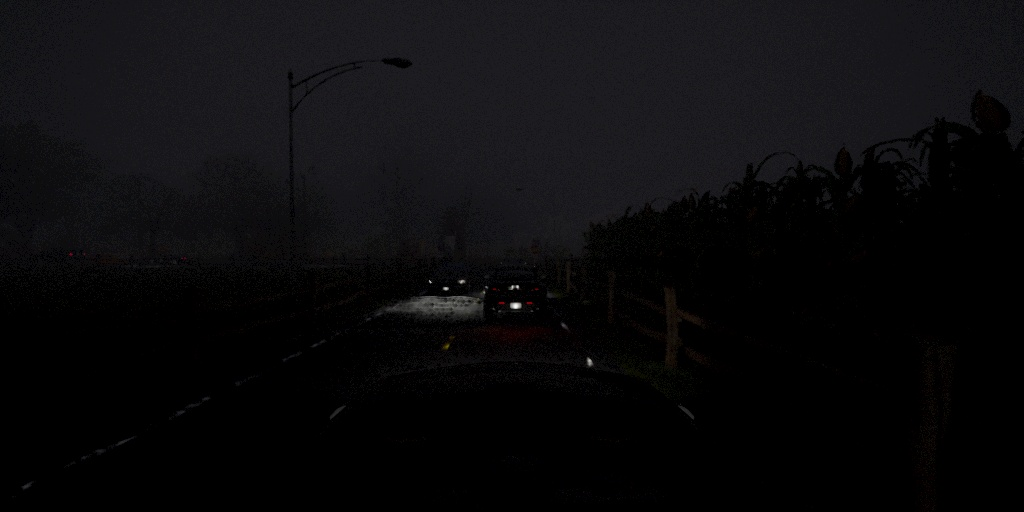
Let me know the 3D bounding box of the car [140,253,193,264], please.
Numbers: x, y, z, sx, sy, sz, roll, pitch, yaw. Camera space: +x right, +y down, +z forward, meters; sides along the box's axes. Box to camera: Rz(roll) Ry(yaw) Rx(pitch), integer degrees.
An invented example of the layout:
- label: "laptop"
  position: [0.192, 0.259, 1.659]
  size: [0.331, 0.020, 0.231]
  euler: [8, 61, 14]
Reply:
- label: "car"
  position: [-42.840, 0.409, 44.885]
  size: [4.892, 1.490, 1.837]
  euler: [1, 1, 1]

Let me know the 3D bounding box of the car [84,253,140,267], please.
- label: "car"
  position: [-46.355, 0.433, 42.129]
  size: [5.008, 1.535, 1.882]
  euler: [0, 1, 1]

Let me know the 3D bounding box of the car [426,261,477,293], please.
- label: "car"
  position: [-2.840, 0.962, 18.023]
  size: [2.033, 1.411, 5.357]
  euler: [0, 1, 0]

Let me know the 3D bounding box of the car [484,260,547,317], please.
- label: "car"
  position: [0.102, 1.043, 12.076]
  size: [1.837, 1.490, 4.892]
  euler: [0, 1, 0]

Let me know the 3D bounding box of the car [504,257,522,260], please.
- label: "car"
  position: [0.104, 0.786, 26.505]
  size: [2.033, 1.411, 5.357]
  euler: [0, 1, 0]

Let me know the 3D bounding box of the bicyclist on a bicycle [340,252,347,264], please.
- label: "bicyclist on a bicycle"
  position: [-22.415, 0.288, 47.710]
  size: [0.582, 1.620, 1.656]
  euler: [0, 2, 1]
